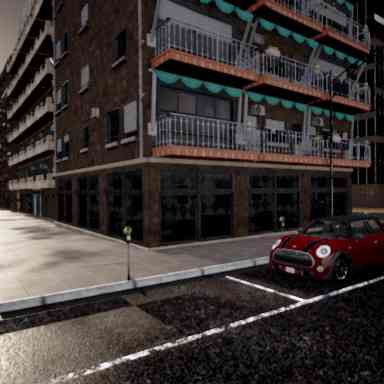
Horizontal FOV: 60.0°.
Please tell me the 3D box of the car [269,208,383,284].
[{"bbox_3d":[4.078,1.431,9.500,4.097,1.590,1.967,0,0,-36],"label":"car"}]
